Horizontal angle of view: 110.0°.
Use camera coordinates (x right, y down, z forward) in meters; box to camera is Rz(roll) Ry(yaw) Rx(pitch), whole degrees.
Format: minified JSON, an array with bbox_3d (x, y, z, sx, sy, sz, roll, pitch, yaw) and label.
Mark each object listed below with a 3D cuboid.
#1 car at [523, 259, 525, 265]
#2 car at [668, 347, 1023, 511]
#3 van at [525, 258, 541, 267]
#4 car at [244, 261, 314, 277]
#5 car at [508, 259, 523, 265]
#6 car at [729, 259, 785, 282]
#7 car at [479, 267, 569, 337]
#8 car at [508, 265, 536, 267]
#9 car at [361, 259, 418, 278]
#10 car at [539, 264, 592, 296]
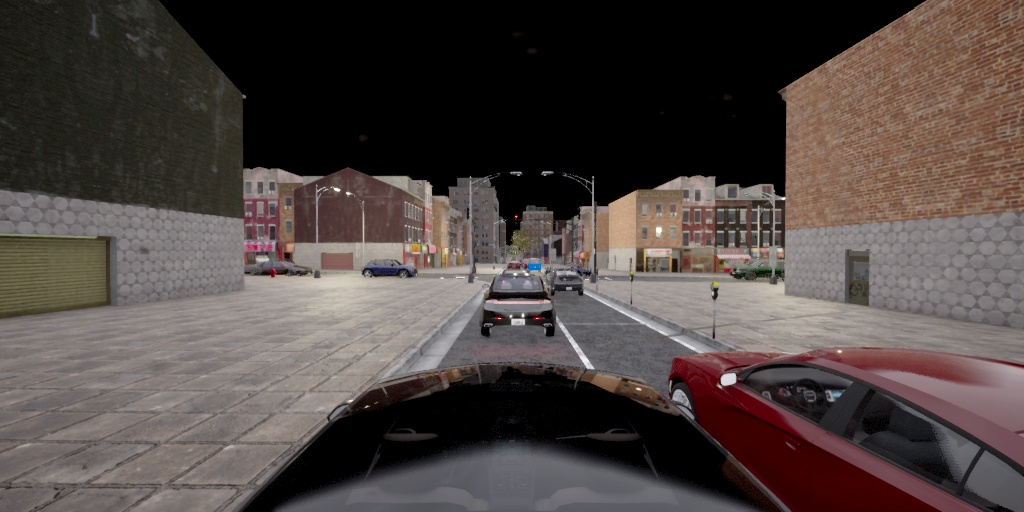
[{"bbox_3d":[2.948,1.255,56.775,2.192,1.841,5.009,0,0,0],"label":"car"},{"bbox_3d":[2.637,1.295,2.364,1.888,1.381,4.507,0,0,0],"label":"car"},{"bbox_3d":[2.887,1.215,46.194,1.690,1.789,3.998,0,0,0],"label":"van"},{"bbox_3d":[-20.415,1.105,31.431,5.357,1.411,2.033,1,1,0],"label":"car"},{"bbox_3d":[0.372,1.414,56.163,1.882,1.535,5.008,0,0,1],"label":"car"},{"bbox_3d":[23.858,1.330,34.049,5.566,2.045,2.150,1,1,1],"label":"car"},{"bbox_3d":[0.147,1.244,10.331,2.128,1.511,4.902,0,0,0],"label":"car"},{"bbox_3d":[0.230,1.371,20.374,1.895,1.301,4.718,0,0,1],"label":"car"},{"bbox_3d":[-10.593,1.042,31.366,4.553,1.767,2.097,1,1,0],"label":"car"},{"bbox_3d":[2.734,1.318,19.239,2.007,1.370,4.403,0,0,0],"label":"car"}]
